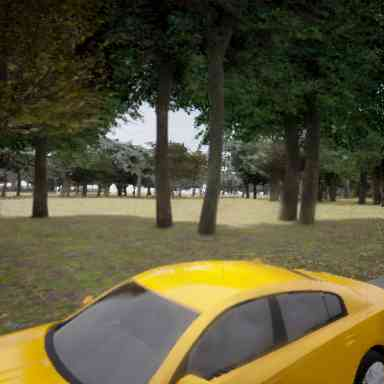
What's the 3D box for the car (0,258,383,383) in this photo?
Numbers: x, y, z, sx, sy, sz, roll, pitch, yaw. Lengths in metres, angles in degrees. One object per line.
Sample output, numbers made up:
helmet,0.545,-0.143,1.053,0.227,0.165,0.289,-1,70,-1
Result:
car,0.026,1.480,3.092,5.008,1.535,1.882,0,0,-36
